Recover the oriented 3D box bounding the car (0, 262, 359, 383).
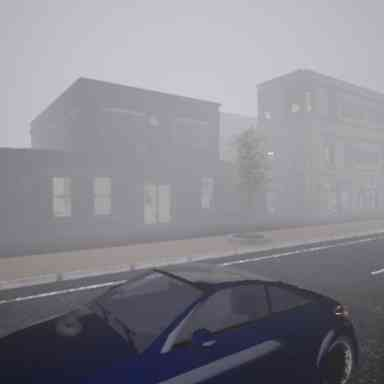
[{"bbox_3d":[-0.076,1.560,3.596,4.181,1.385,1.994,0,0,-35],"label":"car"}]
